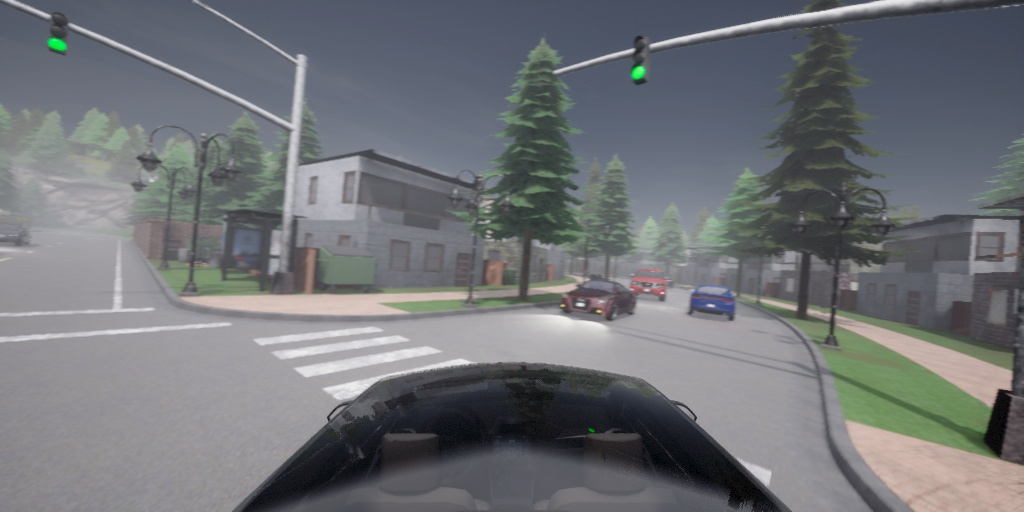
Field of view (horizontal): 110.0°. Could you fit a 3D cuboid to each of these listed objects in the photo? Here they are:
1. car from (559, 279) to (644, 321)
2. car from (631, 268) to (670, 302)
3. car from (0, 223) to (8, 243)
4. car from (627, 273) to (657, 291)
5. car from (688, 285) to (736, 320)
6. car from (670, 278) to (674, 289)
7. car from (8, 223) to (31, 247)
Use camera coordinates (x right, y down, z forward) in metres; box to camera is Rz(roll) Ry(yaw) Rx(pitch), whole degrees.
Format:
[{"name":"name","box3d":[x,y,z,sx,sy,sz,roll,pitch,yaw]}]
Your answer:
[{"name":"car","box3d":[3.637,1.693,14.669,1.994,1.385,4.181,5,0,35]},{"name":"car","box3d":[9.599,1.922,25.091,2.150,2.045,5.566,5,-1,23]},{"name":"car","box3d":[-26.606,-0.894,17.134,4.902,1.511,2.128,4,0,42]},{"name":"car","box3d":[13.647,2.671,37.947,2.033,1.411,5.357,5,0,12]},{"name":"car","box3d":[10.081,2.198,18.113,1.882,1.535,5.008,5,0,29]},{"name":"car","box3d":[18.005,3.030,43.475,2.128,1.511,4.902,5,0,5]},{"name":"car","box3d":[-34.496,-1.512,24.375,4.902,1.511,2.128,4,-1,43]}]
